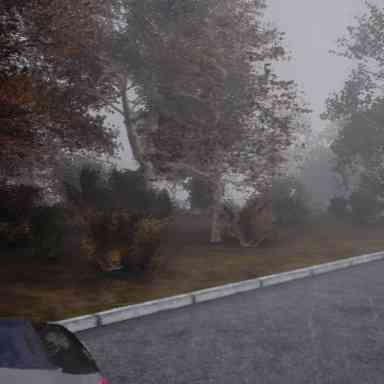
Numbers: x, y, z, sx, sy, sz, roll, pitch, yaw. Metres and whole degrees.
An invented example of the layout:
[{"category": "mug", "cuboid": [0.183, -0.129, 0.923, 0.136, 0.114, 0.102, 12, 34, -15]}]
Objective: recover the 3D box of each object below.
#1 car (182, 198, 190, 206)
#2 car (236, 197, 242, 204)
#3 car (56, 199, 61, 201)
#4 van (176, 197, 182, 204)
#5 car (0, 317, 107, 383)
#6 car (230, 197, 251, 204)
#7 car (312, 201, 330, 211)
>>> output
[{"category": "car", "cuboid": [-2.209, 2.053, 69.383, 2.097, 1.535, 5.008, 0, 0, -36]}, {"category": "car", "cuboid": [9.307, 1.969, 77.375, 1.946, 1.575, 5.366, 0, 0, -36]}, {"category": "car", "cuboid": [-16.983, 1.962, 42.712, 2.435, 2.045, 5.566, 0, 0, -36]}, {"category": "van", "cuboid": [-4.555, 1.843, 67.843, 1.878, 1.987, 4.442, 0, 0, -36]}, {"category": "car", "cuboid": [-2.590, 1.563, 1.841, 4.181, 1.385, 1.994, 0, 0, -36]}, {"category": "car", "cuboid": [11.475, 1.957, 79.158, 2.097, 1.535, 5.008, 0, 0, -36]}, {"category": "car", "cuboid": [16.073, 1.796, 41.082, 1.994, 1.385, 4.181, 4, -3, -34]}]
